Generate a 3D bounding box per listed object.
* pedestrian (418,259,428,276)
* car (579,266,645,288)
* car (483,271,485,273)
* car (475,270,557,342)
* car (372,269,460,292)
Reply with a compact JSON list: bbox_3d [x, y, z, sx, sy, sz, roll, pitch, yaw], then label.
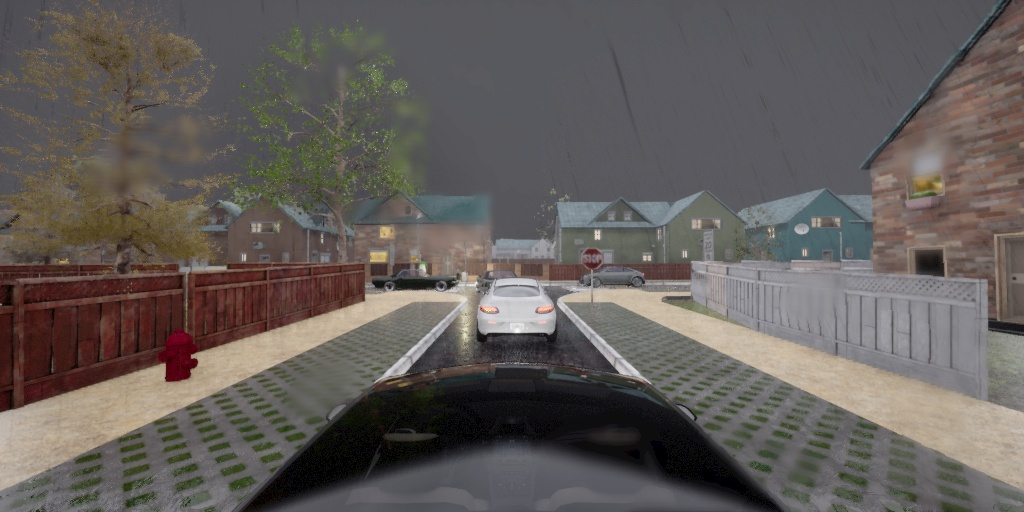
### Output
[{"bbox_3d":[-6.687,1.119,26.762,0.375,1.860,0.375,0,-1,1],"label":"pedestrian"},{"bbox_3d":[6.551,1.344,23.660,4.181,1.385,1.994,0,-1,1],"label":"car"},{"bbox_3d":[-0.747,1.366,18.489,1.895,1.301,4.718,0,-1,-12],"label":"car"},{"bbox_3d":[0.107,1.279,9.670,1.812,1.442,4.674,0,0,0],"label":"car"},{"bbox_3d":[-5.472,1.416,20.876,4.718,1.301,1.895,-1,-1,1],"label":"car"}]
